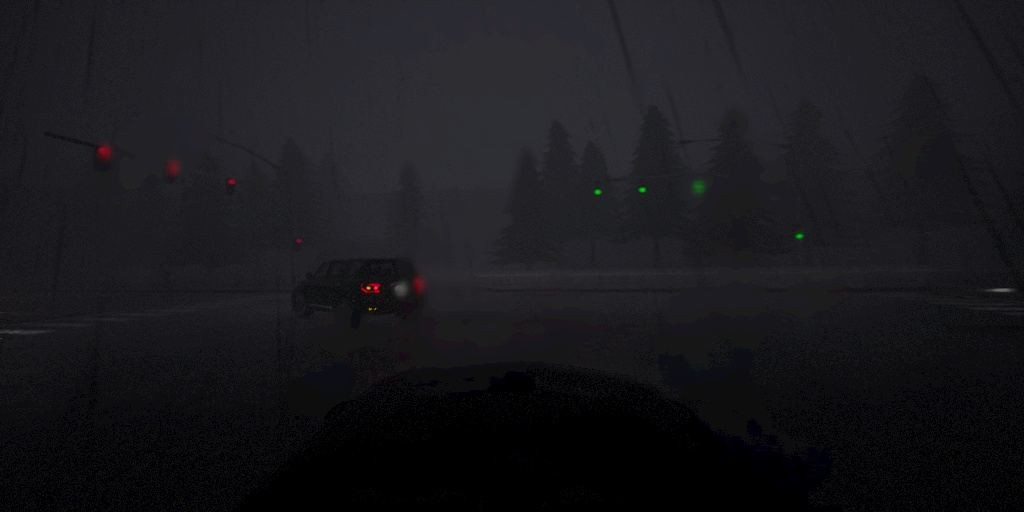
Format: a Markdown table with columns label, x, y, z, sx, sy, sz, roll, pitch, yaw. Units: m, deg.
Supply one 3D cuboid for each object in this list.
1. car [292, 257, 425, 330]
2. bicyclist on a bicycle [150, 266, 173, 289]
| label | x | y | z | sx | sy | sz | roll | pitch | yaw |
| --- | --- | --- | --- | --- | --- | --- | --- | --- | --- |
| car | -5.212 | 1.071 | 11.876 | 5.566 | 2.045 | 2.150 | -1 | -1 | 39 |
| bicyclist on a bicycle | -25.126 | 1.546 | 25.805 | 0.582 | 1.620 | 1.656 | -1 | 0 | 11 |
